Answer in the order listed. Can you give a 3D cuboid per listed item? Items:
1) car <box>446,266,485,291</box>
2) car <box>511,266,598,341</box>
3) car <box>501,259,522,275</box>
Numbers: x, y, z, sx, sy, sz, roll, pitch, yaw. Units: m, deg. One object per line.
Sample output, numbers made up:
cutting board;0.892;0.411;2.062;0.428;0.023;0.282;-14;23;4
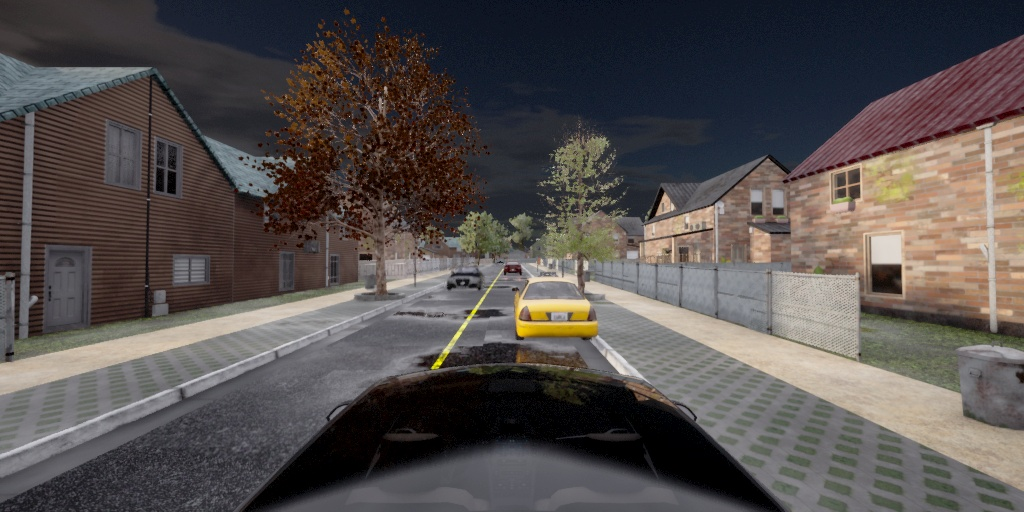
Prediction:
car;-2.742;1.326;21.976;1.994;1.385;4.181;0;0;0
car;0.966;1.209;9.854;1.801;1.575;5.366;0;0;0
car;0.094;1.253;38.796;1.882;1.535;5.008;0;0;0
